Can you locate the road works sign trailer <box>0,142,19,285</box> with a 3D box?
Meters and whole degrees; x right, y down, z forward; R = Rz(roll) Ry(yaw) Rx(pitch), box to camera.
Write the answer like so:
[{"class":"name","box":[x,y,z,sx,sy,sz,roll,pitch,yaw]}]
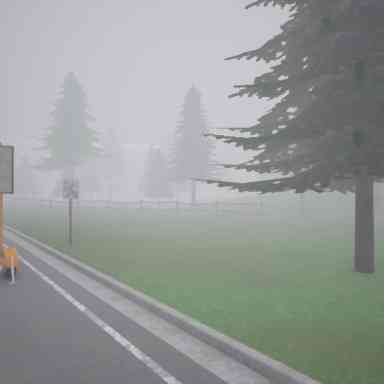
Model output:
[{"class":"road works sign trailer","box":[-5.978,0.449,8.595,2.380,3.560,2.880,0,0,-37]}]
